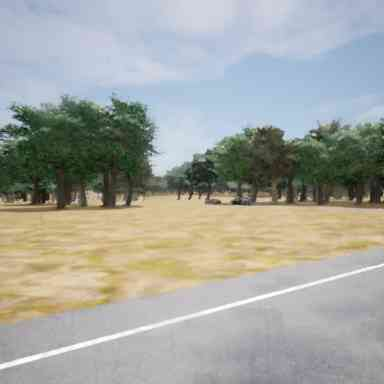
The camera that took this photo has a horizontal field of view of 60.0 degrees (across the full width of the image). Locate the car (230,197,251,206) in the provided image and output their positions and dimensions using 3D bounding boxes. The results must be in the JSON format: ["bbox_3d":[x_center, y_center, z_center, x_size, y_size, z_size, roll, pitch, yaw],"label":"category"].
[{"bbox_3d":[9.769,1.880,67.567,2.097,1.767,4.553,2,-2,-34],"label":"car"}]

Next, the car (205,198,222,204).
[{"bbox_3d":[4.766,2.095,74.810,1.994,1.385,4.181,2,-2,-34],"label":"car"}]
